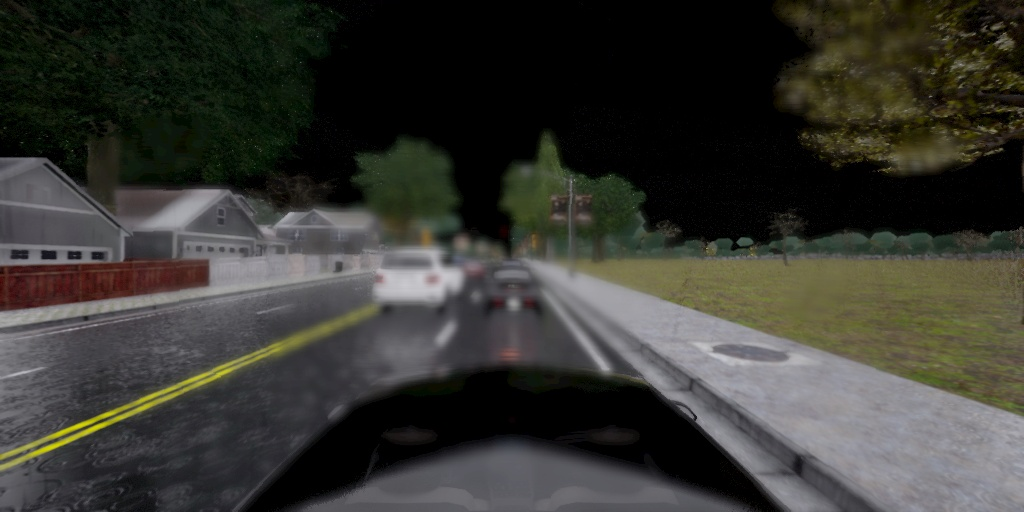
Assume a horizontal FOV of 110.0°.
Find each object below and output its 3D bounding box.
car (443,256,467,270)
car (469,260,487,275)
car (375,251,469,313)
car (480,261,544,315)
[{"bbox_3d":[-6.511,0.783,41.435,1.882,1.535,5.008,0,0,0],"label":"car"},{"bbox_3d":[-3.117,0.976,30.131,1.994,1.385,4.181,0,1,0],"label":"car"},{"bbox_3d":[-3.162,0.823,13.351,2.150,2.045,5.566,0,1,1],"label":"car"},{"bbox_3d":[0.080,1.112,12.829,1.837,1.490,4.892,0,1,0],"label":"car"}]
